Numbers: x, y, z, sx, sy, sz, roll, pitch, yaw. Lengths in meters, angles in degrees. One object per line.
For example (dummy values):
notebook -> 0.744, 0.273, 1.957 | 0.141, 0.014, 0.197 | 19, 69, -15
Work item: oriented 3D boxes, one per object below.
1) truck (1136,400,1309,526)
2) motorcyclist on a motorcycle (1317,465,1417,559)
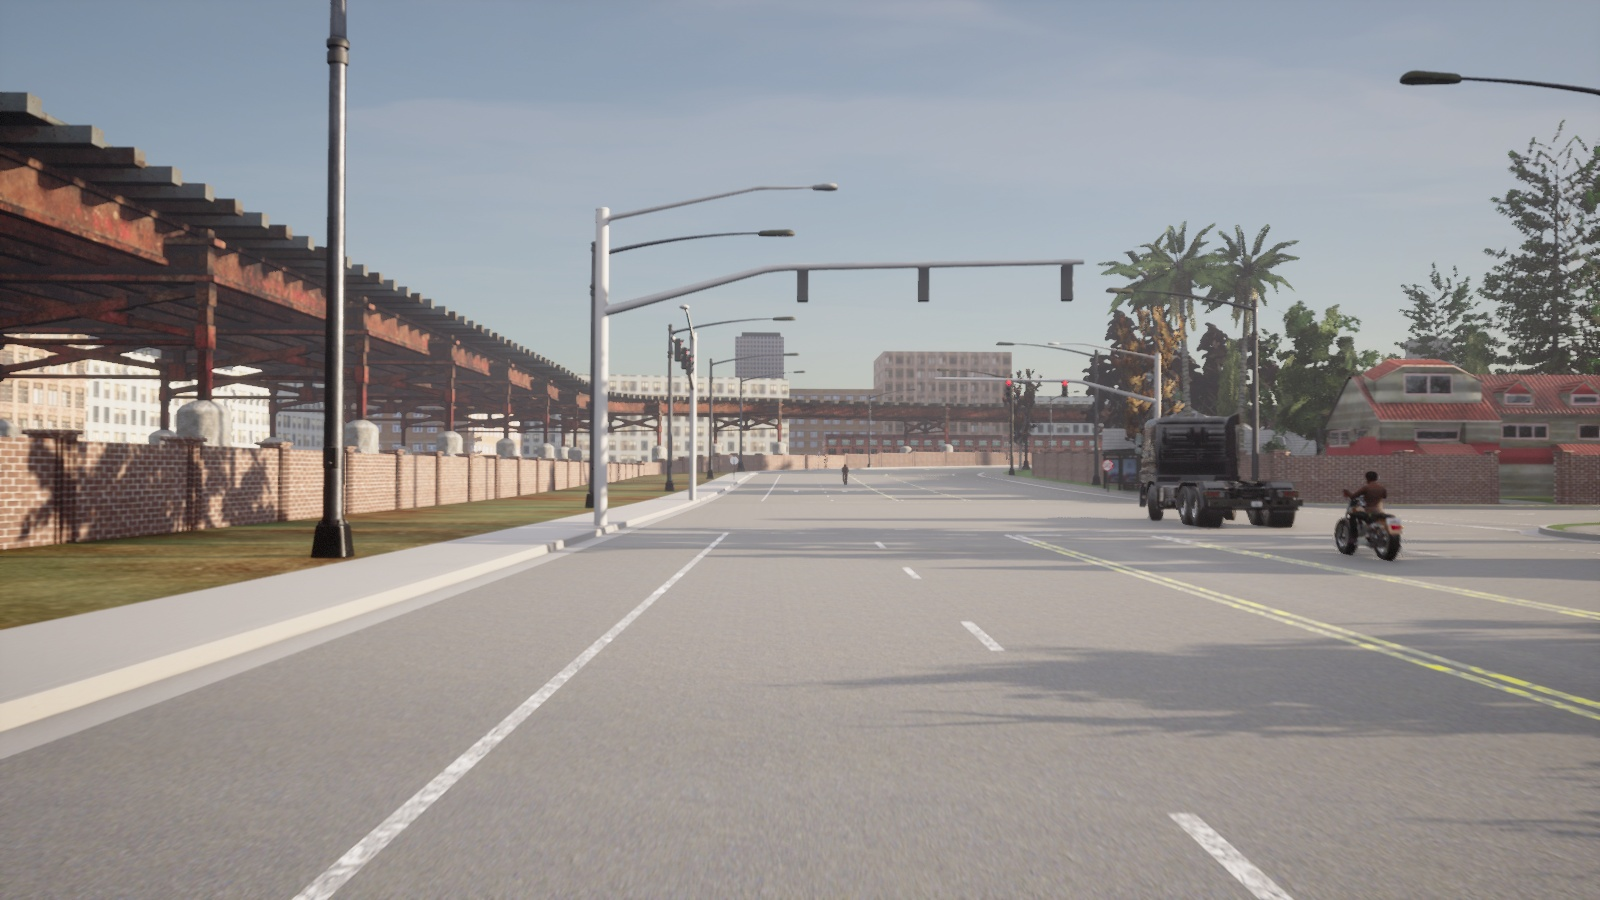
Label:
truck -> 12.827, 0.429, 38.917 | 2.891, 3.462, 7.936 | -1, -1, 2
motorcyclist on a motorcycle -> 10.457, 1.112, 23.250 | 0.766, 1.649, 2.350 | 0, -1, 0
